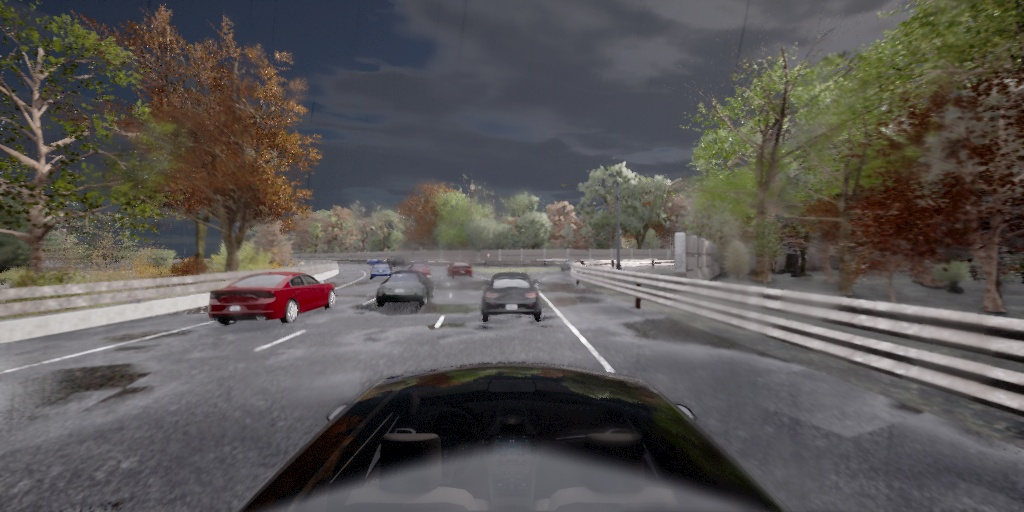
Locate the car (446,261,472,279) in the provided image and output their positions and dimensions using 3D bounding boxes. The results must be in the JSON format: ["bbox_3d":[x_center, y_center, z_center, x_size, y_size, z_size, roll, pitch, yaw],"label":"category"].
[{"bbox_3d":[-4.963,1.239,33.524,1.882,1.535,5.008,0,0,-17],"label":"car"}]

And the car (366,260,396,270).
[{"bbox_3d":[-11.910,1.334,32.811,2.033,1.411,5.357,0,0,-18],"label":"car"}]

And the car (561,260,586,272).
[{"bbox_3d":[7.627,1.240,44.024,1.812,1.442,4.674,0,0,35],"label":"car"}]

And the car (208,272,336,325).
[{"bbox_3d":[-7.628,1.253,12.017,1.882,1.535,5.008,0,0,-6],"label":"car"}]

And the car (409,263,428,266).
[{"bbox_3d":[-9.278,1.341,35.664,1.994,1.385,4.181,0,0,-18],"label":"car"}]

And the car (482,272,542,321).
[{"bbox_3d":[-0.027,1.274,12.403,1.812,1.442,4.674,0,0,-1],"label":"car"}]

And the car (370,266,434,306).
[{"bbox_3d":[-4.594,1.328,15.874,1.994,1.385,4.181,0,0,-7],"label":"car"}]
